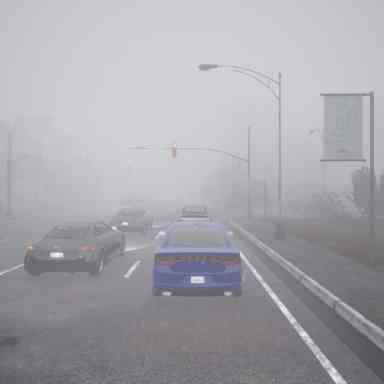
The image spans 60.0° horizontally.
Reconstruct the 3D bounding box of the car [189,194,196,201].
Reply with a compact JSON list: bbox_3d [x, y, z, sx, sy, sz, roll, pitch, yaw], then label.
[{"bbox_3d":[0.141,1.533,85.615,2.033,1.411,5.357,0,0,0],"label":"car"}]

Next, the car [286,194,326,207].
[{"bbox_3d":[14.791,1.221,41.826,5.566,2.045,2.150,0,0,2],"label":"car"}]

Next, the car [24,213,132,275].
[{"bbox_3d":[-3.393,1.564,10.423,1.994,1.385,4.181,0,0,1],"label":"car"}]

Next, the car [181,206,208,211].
[{"bbox_3d":[0.129,1.491,18.148,2.128,1.511,4.902,0,0,0],"label":"car"}]

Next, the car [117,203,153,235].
[{"bbox_3d":[-3.370,1.564,18.806,1.994,1.385,4.181,0,0,0],"label":"car"}]

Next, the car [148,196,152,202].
[{"bbox_3d":[-10.375,1.524,76.253,1.812,1.442,4.674,0,0,0],"label":"car"}]

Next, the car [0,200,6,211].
[{"bbox_3d":[-23.707,1.221,36.832,5.566,2.045,2.150,0,0,3],"label":"car"}]

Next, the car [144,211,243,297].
[{"bbox_3d":[0.113,1.478,8.649,1.882,1.535,5.008,0,0,0],"label":"car"}]

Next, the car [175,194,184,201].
[{"bbox_3d":[-3.359,1.349,86.007,2.097,1.767,4.553,0,0,0],"label":"car"}]

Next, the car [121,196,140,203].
[{"bbox_3d":[-10.495,1.491,55.476,2.128,1.511,4.902,0,0,0],"label":"car"}]

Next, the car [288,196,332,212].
[{"bbox_3d":[14.077,1.478,38.341,5.008,1.535,1.882,0,0,3],"label":"car"}]

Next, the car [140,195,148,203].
[{"bbox_3d":[-10.420,1.563,65.867,1.994,1.385,4.181,0,0,0],"label":"car"}]
